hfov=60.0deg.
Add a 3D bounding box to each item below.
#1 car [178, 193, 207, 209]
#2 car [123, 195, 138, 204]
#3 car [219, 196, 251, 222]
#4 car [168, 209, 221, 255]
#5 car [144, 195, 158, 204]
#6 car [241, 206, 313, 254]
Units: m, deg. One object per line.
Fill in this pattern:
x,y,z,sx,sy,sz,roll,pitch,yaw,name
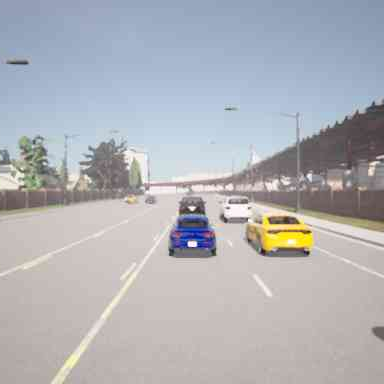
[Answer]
0.030,1.351,27.510,2.150,2.045,5.566,0,1,0,car
-10.526,1.296,57.209,1.882,1.535,5.008,0,1,0,car
3.530,1.351,27.514,2.150,2.045,5.566,0,1,0,car
0.032,1.653,13.859,1.812,1.442,4.674,0,0,0,car
-7.026,1.322,57.222,1.837,1.490,4.892,0,1,0,car
3.536,1.607,14.225,1.882,1.535,5.008,0,0,0,car
